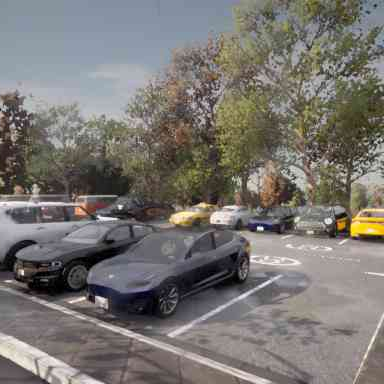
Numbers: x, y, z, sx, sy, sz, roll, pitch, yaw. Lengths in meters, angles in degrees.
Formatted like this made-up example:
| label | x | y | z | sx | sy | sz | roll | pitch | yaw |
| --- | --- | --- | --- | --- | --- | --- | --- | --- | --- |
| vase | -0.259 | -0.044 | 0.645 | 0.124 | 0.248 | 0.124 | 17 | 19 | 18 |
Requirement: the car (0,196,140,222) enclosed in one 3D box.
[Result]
| label | x | y | z | sx | sy | sz | roll | pitch | yaw |
| --- | --- | --- | --- | --- | --- | --- | --- | --- | --- |
| car | -4.725 | 1.329 | 11.386 | 2.435 | 2.045 | 5.566 | 0 | 0 | 36 |

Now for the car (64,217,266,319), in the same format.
| label | x | y | z | sx | sy | sz | roll | pitch | yaw |
| --- | --- | --- | --- | --- | --- | --- | --- | --- | --- |
| car | -0.266 | 1.629 | 8.079 | 2.163 | 1.488 | 4.792 | 0 | 0 | 36 |

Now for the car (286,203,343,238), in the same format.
| label | x | y | z | sx | sy | sz | roll | pitch | yaw |
| --- | --- | --- | --- | --- | --- | --- | --- | --- | --- |
| car | 7.353 | 1.465 | 18.785 | 2.185 | 1.767 | 4.553 | 0 | 0 | 36 |

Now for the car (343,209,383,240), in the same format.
| label | x | y | z | sx | sy | sz | roll | pitch | yaw |
| --- | --- | --- | --- | --- | --- | --- | --- | --- | --- |
| car | 9.574 | 1.600 | 17.128 | 2.097 | 1.535 | 5.008 | 0 | 0 | 36 |

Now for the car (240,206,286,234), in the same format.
| label | x | y | z | sx | sy | sz | roll | pitch | yaw |
| --- | --- | --- | --- | --- | --- | --- | --- | --- | --- |
| car | 5.176 | 1.611 | 20.290 | 2.163 | 1.488 | 4.792 | 0 | 0 | 36 |

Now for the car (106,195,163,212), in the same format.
| label | x | y | z | sx | sy | sz | roll | pitch | yaw |
| --- | --- | --- | --- | --- | --- | --- | --- | --- | --- |
| car | -3.756 | 1.293 | 26.845 | 2.435 | 2.045 | 5.566 | 0 | 0 | 36 |

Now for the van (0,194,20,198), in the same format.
| label | x | y | z | sx | sy | sz | roll | pitch | yaw |
| --- | --- | --- | --- | --- | --- | --- | --- | --- | --- |
| van | -19.390 | 1.337 | 38.303 | 1.878 | 1.987 | 4.442 | 0 | 0 | 36 |

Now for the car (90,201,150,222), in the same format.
| label | x | y | z | sx | sy | sz | roll | pitch | yaw |
| --- | --- | --- | --- | --- | --- | --- | --- | --- | --- |
| car | -6.031 | 1.565 | 28.427 | 2.163 | 1.488 | 4.792 | 0 | 0 | 36 |

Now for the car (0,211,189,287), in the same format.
| label | x | y | z | sx | sy | sz | roll | pitch | yaw |
| --- | --- | --- | --- | --- | --- | --- | --- | --- | --- |
| car | -2.493 | 1.590 | 9.737 | 2.097 | 1.535 | 5.008 | 0 | 0 | 36 |

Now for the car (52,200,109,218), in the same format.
| label | x | y | z | sx | sy | sz | roll | pitch | yaw |
| --- | --- | --- | --- | --- | --- | --- | --- | --- | --- |
| car | -10.582 | 1.554 | 31.801 | 2.163 | 1.488 | 4.792 | 0 | 0 | 36 |

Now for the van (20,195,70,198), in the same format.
| label | x | y | z | sx | sy | sz | roll | pitch | yaw |
| --- | --- | --- | --- | --- | --- | --- | --- | --- | --- |
| van | -15.026 | 1.310 | 34.858 | 1.878 | 1.987 | 4.442 | 0 | 0 | 36 |

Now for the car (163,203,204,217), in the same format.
| label | x | y | z | sx | sy | sz | roll | pitch | yaw |
| --- | --- | --- | --- | --- | --- | --- | --- | --- | --- |
| car | 0.601 | 1.560 | 23.419 | 1.946 | 1.575 | 5.366 | 0 | 0 | 36 |

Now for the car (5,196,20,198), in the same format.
| label | x | y | z | sx | sy | sz | roll | pitch | yaw |
| --- | --- | --- | --- | --- | --- | --- | --- | --- | --- |
| car | -17.213 | 1.548 | 36.586 | 2.097 | 1.535 | 5.008 | 0 | 0 | 36 |

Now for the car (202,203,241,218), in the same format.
| label | x | y | z | sx | sy | sz | roll | pitch | yaw |
| --- | --- | --- | --- | --- | --- | --- | --- | --- | --- |
| car | 2.950 | 1.612 | 21.939 | 2.002 | 1.452 | 4.674 | 0 | 0 | 36 |

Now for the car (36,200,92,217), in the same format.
| label | x | y | z | sx | sy | sz | roll | pitch | yaw |
| --- | --- | --- | --- | --- | --- | --- | --- | --- | --- |
| car | -12.718 | 1.557 | 33.352 | 2.163 | 1.488 | 4.792 | 0 | 0 | 36 |
